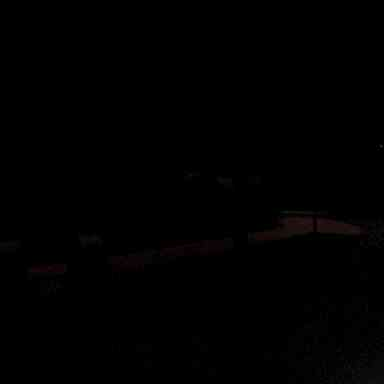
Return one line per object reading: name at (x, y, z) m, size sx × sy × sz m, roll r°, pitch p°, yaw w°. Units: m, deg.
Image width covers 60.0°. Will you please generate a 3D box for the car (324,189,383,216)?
car at (13.695, 0.817, 27.014) m, size 5.566 × 2.045 × 2.150 m, roll 0°, pitch 0°, yaw 44°
